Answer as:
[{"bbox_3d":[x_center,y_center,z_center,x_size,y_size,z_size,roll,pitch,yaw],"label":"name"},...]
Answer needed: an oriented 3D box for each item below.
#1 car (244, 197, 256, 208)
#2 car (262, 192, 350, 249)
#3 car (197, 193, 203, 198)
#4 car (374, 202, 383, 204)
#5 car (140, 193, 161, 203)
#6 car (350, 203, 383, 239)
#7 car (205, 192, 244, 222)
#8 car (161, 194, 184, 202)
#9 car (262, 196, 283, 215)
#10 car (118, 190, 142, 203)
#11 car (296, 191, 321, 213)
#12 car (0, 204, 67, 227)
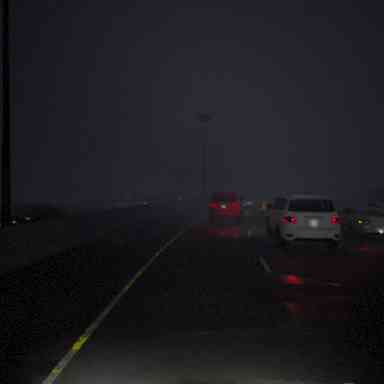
[{"bbox_3d":[6.780,1.290,41.442,1.895,1.301,4.718,0,0,17],"label":"car"},{"bbox_3d":[4.525,1.118,14.222,2.150,2.045,5.566,0,0,6],"label":"car"},{"bbox_3d":[2.499,0.887,60.287,2.097,1.767,4.553,0,0,24],"label":"car"},{"bbox_3d":[12.815,1.374,22.305,1.812,1.442,4.674,0,0,10],"label":"car"},{"bbox_3d":[-6.489,1.109,56.903,1.994,1.385,4.181,0,0,22],"label":"car"},{"bbox_3d":[8.350,1.412,16.447,1.812,1.442,4.674,0,0,7],"label":"car"},{"bbox_3d":[2.536,1.036,24.526,2.150,2.045,5.566,0,1,10],"label":"car"},{"bbox_3d":[-2.862,1.059,56.538,1.837,1.490,4.892,0,0,22],"label":"car"},{"bbox_3d":[7.859,1.239,32.428,1.882,1.535,5.008,0,0,14],"label":"car"},{"bbox_3d":[-10.324,0.761,56.657,2.150,2.045,5.566,0,0,21],"label":"car"},{"bbox_3d":[12.150,0.970,35.038,2.150,2.045,5.566,0,0,16],"label":"car"},{"bbox_3d":[-9.078,1.396,19.428,1.994,1.385,4.181,0,0,8],"label":"car"}]
